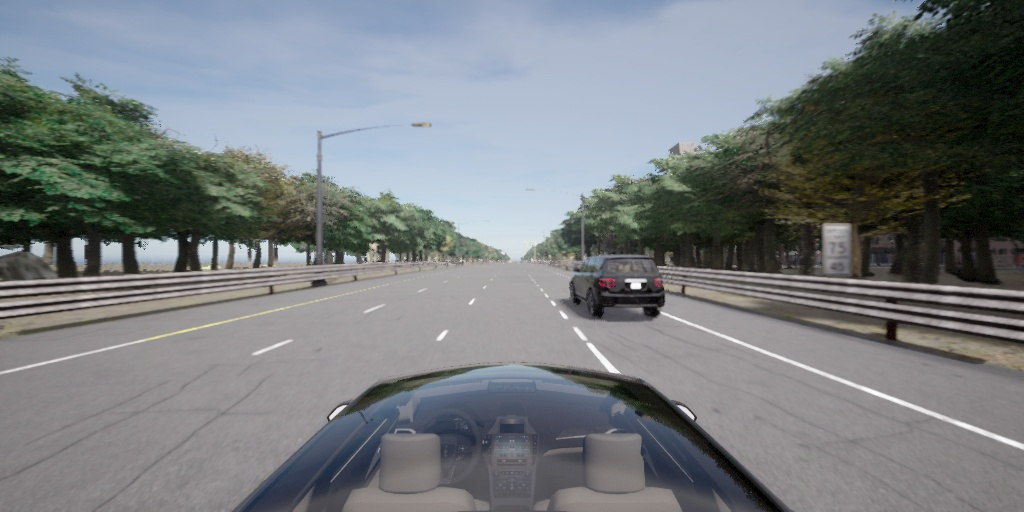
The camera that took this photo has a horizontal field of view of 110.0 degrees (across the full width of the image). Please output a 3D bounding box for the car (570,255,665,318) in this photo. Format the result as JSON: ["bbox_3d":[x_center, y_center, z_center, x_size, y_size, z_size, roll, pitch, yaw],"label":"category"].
[{"bbox_3d":[3.611,0.975,13.224,2.150,2.045,5.566,0,0,-1],"label":"car"}]
